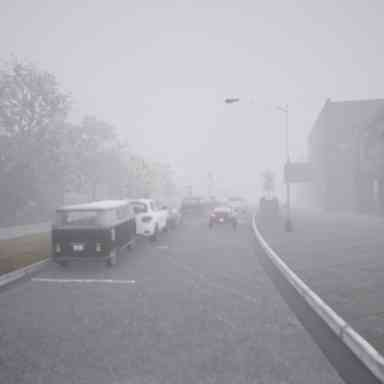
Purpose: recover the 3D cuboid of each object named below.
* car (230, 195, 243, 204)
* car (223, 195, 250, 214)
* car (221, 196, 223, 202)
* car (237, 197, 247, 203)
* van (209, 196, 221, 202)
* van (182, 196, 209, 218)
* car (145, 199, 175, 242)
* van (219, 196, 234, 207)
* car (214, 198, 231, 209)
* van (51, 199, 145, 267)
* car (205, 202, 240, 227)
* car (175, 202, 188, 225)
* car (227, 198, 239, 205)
[{"bbox_3d":[10.438,1.812,78.027,2.435,2.045,5.566,-1,-1,14],"label":"car"},{"bbox_3d":[5.512,1.505,40.519,2.150,2.045,5.566,0,0,13],"label":"car"},{"bbox_3d":[3.797,1.872,49.887,2.163,1.488,4.792,-1,1,12],"label":"car"},{"bbox_3d":[13.984,2.156,93.044,2.097,1.535,5.008,-1,0,15],"label":"car"},{"bbox_3d":[2.302,1.574,43.550,1.878,1.987,4.442,-1,1,11],"label":"van"},{"bbox_3d":[0.165,1.506,33.830,1.878,1.987,4.442,-1,1,11],"label":"van"},{"bbox_3d":[-2.601,1.352,17.247,2.435,2.045,5.566,-1,1,5],"label":"car"},{"bbox_3d":[6.374,1.710,60.784,1.878,1.987,4.442,-1,-1,15],"label":"van"},{"bbox_3d":[5.064,1.878,55.250,2.231,1.521,4.892,-1,1,12],"label":"car"},{"bbox_3d":[-3.168,1.329,11.774,1.878,1.987,4.442,-1,1,3],"label":"van"},{"bbox_3d":[2.309,1.694,24.139,1.812,1.442,4.674,0,-1,9],"label":"car"},{"bbox_3d":[-1.830,1.689,22.753,2.002,1.452,4.674,-1,1,8],"label":"car"},{"bbox_3d":[8.890,2.046,71.460,2.002,1.452,4.674,-1,-1,14],"label":"car"}]
